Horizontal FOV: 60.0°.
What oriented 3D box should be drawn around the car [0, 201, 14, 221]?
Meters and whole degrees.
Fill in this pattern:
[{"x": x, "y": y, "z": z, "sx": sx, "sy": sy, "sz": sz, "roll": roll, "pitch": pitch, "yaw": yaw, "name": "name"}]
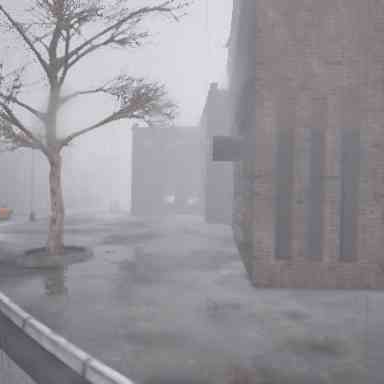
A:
[{"x": -15.677, "y": 1.450, "z": 25.965, "sx": 2.097, "sy": 1.767, "sz": 4.553, "roll": 1, "pitch": -1, "yaw": -10, "name": "car"}]
